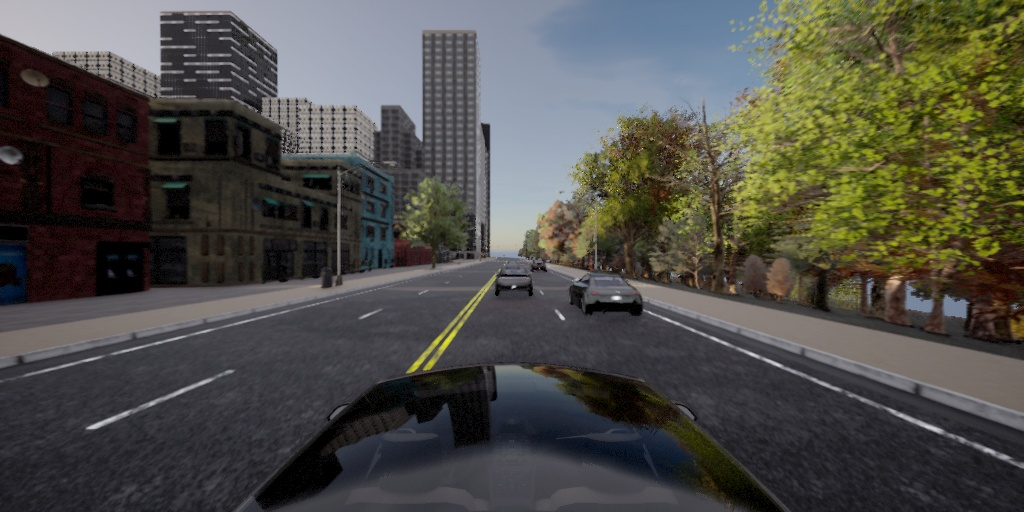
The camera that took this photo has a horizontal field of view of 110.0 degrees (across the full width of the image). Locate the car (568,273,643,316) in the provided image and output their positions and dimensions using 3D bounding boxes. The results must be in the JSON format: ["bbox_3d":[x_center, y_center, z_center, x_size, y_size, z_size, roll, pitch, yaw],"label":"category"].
[{"bbox_3d":[3.347,1.316,13.498,1.994,1.385,4.181,0,0,0],"label":"car"}]

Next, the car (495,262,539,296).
[{"bbox_3d":[0.094,1.244,19.296,2.128,1.511,4.902,0,0,0],"label":"car"}]

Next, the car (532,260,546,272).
[{"bbox_3d":[3.340,1.261,46.378,1.837,1.490,4.892,0,0,0],"label":"car"}]
